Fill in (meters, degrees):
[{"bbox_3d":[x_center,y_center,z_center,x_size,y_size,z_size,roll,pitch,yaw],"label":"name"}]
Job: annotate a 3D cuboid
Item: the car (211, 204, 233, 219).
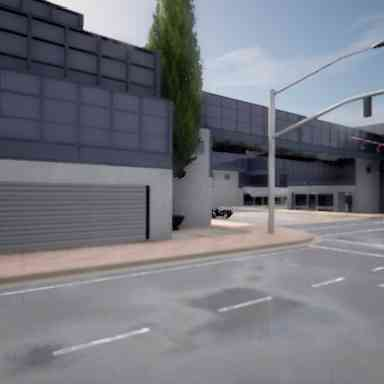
[{"bbox_3d":[1.685,1.758,31.214,1.895,1.301,4.718,1,0,-37],"label":"car"}]
